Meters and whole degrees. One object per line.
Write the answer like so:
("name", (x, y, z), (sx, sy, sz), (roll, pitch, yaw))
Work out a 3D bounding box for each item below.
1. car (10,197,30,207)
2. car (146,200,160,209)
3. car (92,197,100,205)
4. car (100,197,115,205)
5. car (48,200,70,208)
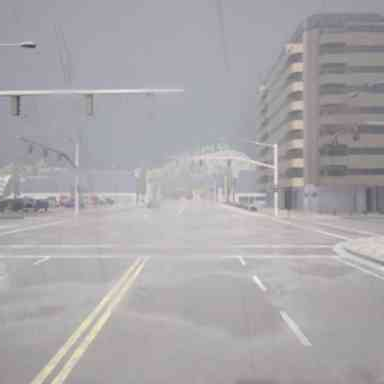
("car", (-43.574, 2.308, 84.359), (1.905, 1.878, 3.866), (0, -1, 0))
("car", (-7.006, 2.179, 60.565), (2.097, 1.767, 4.553), (0, -1, 0))
("car", (-23.950, 2.309, 84.329), (1.905, 1.878, 3.866), (0, -1, 0))
("car", (-21.056, 2.305, 84.264), (1.932, 1.855, 4.605), (0, -1, 0))
("car", (-26.716, 2.309, 66.869), (1.970, 1.475, 3.806), (0, -1, 0))
